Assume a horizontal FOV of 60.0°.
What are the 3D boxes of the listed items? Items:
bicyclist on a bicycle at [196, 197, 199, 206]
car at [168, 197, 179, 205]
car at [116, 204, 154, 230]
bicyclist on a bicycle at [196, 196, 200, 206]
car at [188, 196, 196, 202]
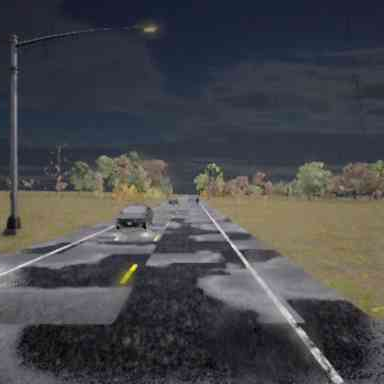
[{"bbox_3d":[0.950,1.631,59.884,0.582,1.620,1.656,0,-1,0],"label":"bicyclist on a bicycle"},{"bbox_3d":[-3.526,1.736,63.269,2.033,1.411,5.357,0,0,0],"label":"car"},{"bbox_3d":[-3.604,1.545,21.672,1.882,1.535,5.008,0,0,0],"label":"car"},{"bbox_3d":[0.951,1.524,51.170,0.659,1.776,1.843,0,0,0],"label":"bicyclist on a bicycle"},{"bbox_3d":[-0.017,1.719,79.839,2.033,1.411,5.357,0,0,0],"label":"car"}]
